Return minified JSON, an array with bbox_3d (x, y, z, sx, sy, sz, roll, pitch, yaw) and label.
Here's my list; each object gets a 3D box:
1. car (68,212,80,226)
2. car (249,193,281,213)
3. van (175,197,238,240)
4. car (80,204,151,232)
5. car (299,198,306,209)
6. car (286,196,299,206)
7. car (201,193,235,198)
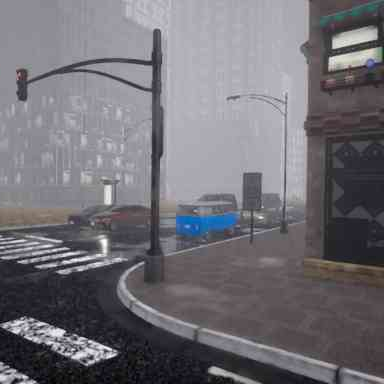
[{"bbox_3d":[-5.981,1.470,21.838,1.947,1.339,4.313,1,1,35],"label":"car"},{"bbox_3d":[8.099,1.127,37.180,2.150,2.045,5.566,1,1,36],"label":"car"},{"bbox_3d":[0.858,1.370,16.988,1.690,1.788,3.998,1,1,35],"label":"van"},{"bbox_3d":[-4.038,1.469,20.095,1.812,1.442,4.674,1,1,37],"label":"car"},{"bbox_3d":[15.640,1.465,42.414,1.812,1.442,4.674,1,1,36],"label":"car"},{"bbox_3d":[16.324,1.367,53.290,1.752,1.417,4.829,1,1,35],"label":"car"},{"bbox_3d":[1.909,1.145,28.476,2.150,2.045,5.566,1,1,36],"label":"car"}]
